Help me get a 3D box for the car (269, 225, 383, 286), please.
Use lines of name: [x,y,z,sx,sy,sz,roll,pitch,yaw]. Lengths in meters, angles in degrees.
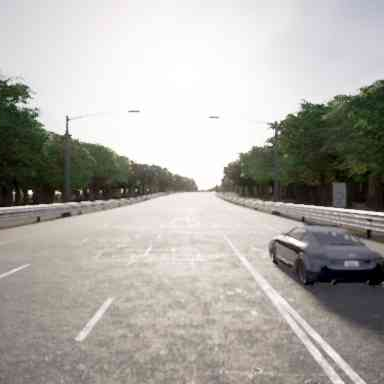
car: [3.632,1.638,9.660,1.994,1.385,4.181,0,0,-1]
